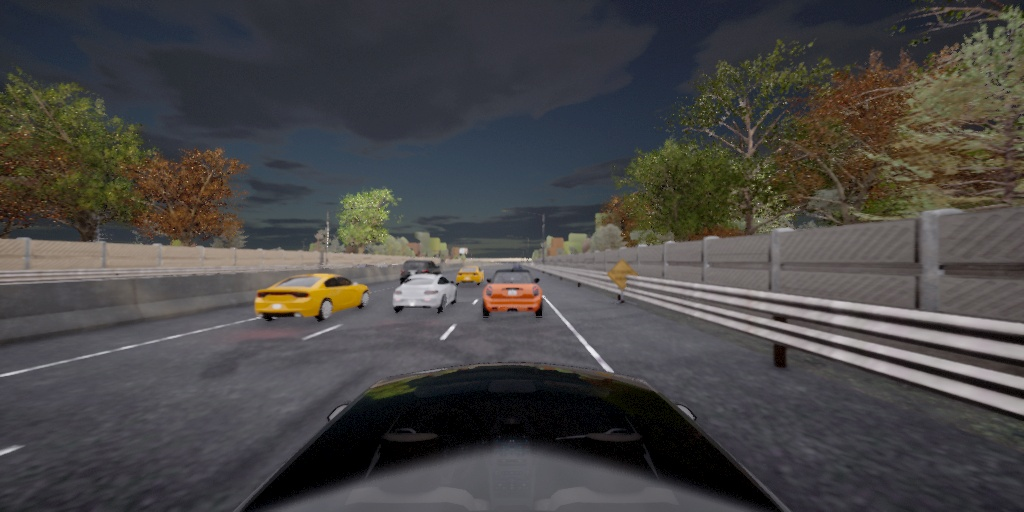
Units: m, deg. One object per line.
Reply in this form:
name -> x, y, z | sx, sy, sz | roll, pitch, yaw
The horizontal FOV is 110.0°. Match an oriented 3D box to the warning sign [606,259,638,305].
warning sign -> 4.543, 1.039, 14.788 | 1.300, 1.860, 1.060 | 0, 0, 0

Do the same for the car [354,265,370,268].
car -> -24.550, 2.111, 59.140 | 2.033, 1.411, 5.357 | 0, -1, 1

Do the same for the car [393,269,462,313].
car -> -3.458, 1.449, 14.802 | 1.812, 1.442, 4.674 | 0, -1, 0

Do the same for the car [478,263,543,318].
car -> 0.040, 1.265, 14.040 | 2.097, 1.767, 4.553 | 0, -1, 1

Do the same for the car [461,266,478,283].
car -> -3.461, 1.619, 30.383 | 1.882, 1.535, 5.008 | 0, 0, 0

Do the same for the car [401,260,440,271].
car -> -6.982, 1.330, 27.969 | 2.150, 2.045, 5.566 | 0, -1, 1

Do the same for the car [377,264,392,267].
car -> -21.061, 2.043, 59.231 | 1.882, 1.535, 5.008 | 0, -1, 1

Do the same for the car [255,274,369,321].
car -> -6.971, 1.379, 13.166 | 1.882, 1.535, 5.008 | 0, -1, 1
